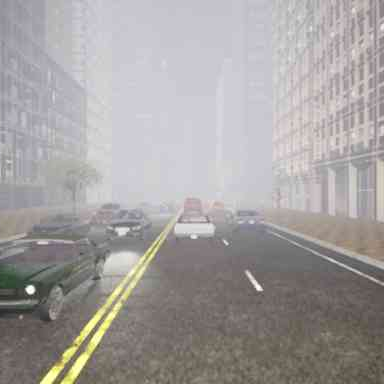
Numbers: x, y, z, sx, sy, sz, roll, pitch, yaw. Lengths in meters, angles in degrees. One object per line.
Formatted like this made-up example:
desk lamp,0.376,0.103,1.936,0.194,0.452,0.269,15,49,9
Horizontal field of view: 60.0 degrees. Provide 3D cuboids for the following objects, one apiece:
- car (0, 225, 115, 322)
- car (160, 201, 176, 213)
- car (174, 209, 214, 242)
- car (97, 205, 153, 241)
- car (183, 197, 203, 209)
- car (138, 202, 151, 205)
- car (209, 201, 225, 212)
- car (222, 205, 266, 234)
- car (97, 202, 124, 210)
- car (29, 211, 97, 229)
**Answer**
car,-3.321,1.687,7.522,1.895,1.301,4.718,0,-1,0
car,-3.256,2.001,45.315,2.128,1.511,4.902,0,-1,0
car,0.100,1.799,17.509,1.895,1.301,4.718,0,-1,0
car,-3.253,1.694,17.910,2.128,1.511,4.902,0,-1,0
car,0.098,1.668,40.236,2.150,2.045,5.566,0,-1,0
car,-6.506,2.061,45.339,2.033,1.411,5.357,0,-1,0
car,3.345,1.966,44.168,1.882,1.535,5.008,0,-1,0
car,3.348,1.786,21.177,2.033,1.411,5.357,0,-1,0
car,-6.504,1.655,27.000,2.097,1.767,4.553,0,-1,0
car,-6.502,1.753,16.698,1.994,1.385,4.181,0,-1,0
